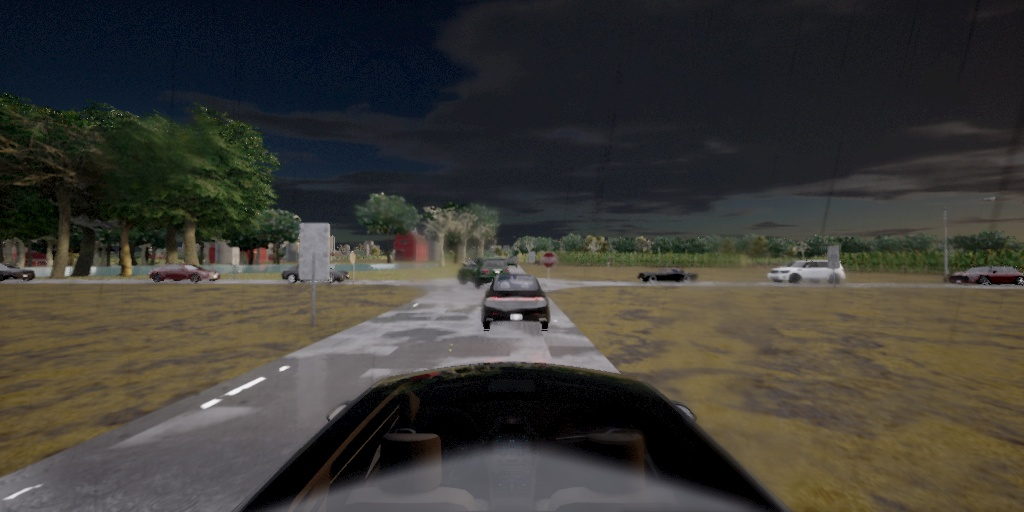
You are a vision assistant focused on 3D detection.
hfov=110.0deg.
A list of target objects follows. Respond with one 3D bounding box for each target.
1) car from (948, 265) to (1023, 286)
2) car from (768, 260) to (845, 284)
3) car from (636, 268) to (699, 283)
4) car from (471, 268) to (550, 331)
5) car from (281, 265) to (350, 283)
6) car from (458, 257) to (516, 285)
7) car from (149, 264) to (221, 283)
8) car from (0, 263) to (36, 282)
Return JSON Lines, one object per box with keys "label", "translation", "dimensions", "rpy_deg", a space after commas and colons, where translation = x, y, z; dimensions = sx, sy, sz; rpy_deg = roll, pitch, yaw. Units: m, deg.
{"label": "car", "translation": [40.786, 1.652, 30.914], "dimensions": [4.553, 1.767, 2.097], "rpy_deg": [0, -1, 0]}
{"label": "car", "translation": [25.385, 1.381, 30.952], "dimensions": [5.566, 2.045, 2.150], "rpy_deg": [0, -1, 0]}
{"label": "car", "translation": [13.313, 1.670, 30.909], "dimensions": [4.718, 1.301, 1.895], "rpy_deg": [0, -1, -1]}
{"label": "car", "translation": [0.092, 1.312, 11.303], "dimensions": [2.128, 1.511, 4.902], "rpy_deg": [0, 0, 0]}
{"label": "car", "translation": [-15.275, 1.349, 28.056], "dimensions": [4.892, 1.490, 1.837], "rpy_deg": [0, -1, -2]}
{"label": "car", "translation": [-2.064, 1.115, 25.246], "dimensions": [2.150, 2.045, 5.566], "rpy_deg": [0, 0, -25]}
{"label": "car", "translation": [-25.514, 1.334, 28.001], "dimensions": [4.674, 1.442, 1.812], "rpy_deg": [0, -1, 0]}
{"label": "car", "translation": [-40.517, 1.269, 28.021], "dimensions": [5.008, 1.535, 1.882], "rpy_deg": [0, -1, 0]}
